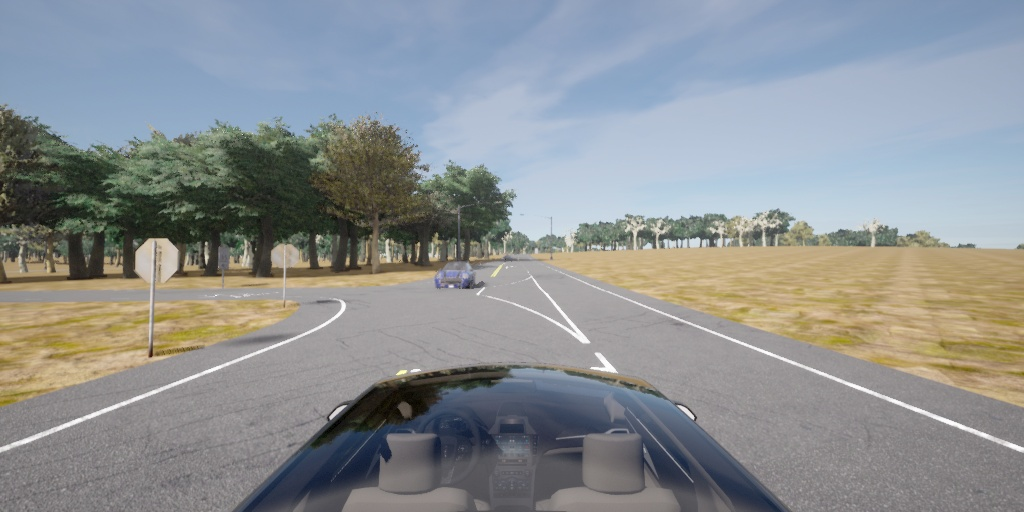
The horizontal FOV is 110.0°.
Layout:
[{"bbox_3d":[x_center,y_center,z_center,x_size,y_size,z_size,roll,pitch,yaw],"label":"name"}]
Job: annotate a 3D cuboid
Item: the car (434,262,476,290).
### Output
[{"bbox_3d":[-3.495,1.173,22.785,2.097,1.767,4.553,0,0,0],"label":"car"}]
